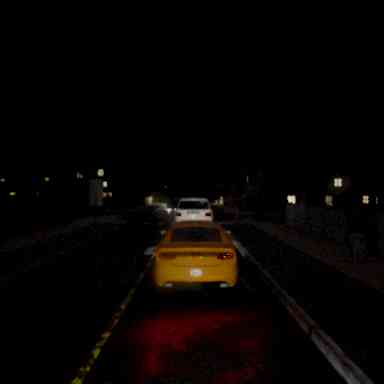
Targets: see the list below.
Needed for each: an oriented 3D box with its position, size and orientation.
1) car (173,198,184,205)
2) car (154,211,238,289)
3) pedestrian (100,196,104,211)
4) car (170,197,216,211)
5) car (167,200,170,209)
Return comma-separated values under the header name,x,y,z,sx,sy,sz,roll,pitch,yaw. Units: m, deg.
name,x,y,z,sx,sy,sz,roll,pitch,yaw
car,-2.716,1.903,67.661,2.033,1.411,5.357,0,0,0
car,0.106,1.526,9.310,1.882,1.535,5.008,0,0,0
pedestrian,-9.665,1.059,35.586,0.375,1.860,0.375,0,0,1
car,0.195,1.326,19.693,2.150,2.045,5.566,0,0,3
car,-2.814,1.821,51.003,2.033,1.411,5.357,0,0,0
